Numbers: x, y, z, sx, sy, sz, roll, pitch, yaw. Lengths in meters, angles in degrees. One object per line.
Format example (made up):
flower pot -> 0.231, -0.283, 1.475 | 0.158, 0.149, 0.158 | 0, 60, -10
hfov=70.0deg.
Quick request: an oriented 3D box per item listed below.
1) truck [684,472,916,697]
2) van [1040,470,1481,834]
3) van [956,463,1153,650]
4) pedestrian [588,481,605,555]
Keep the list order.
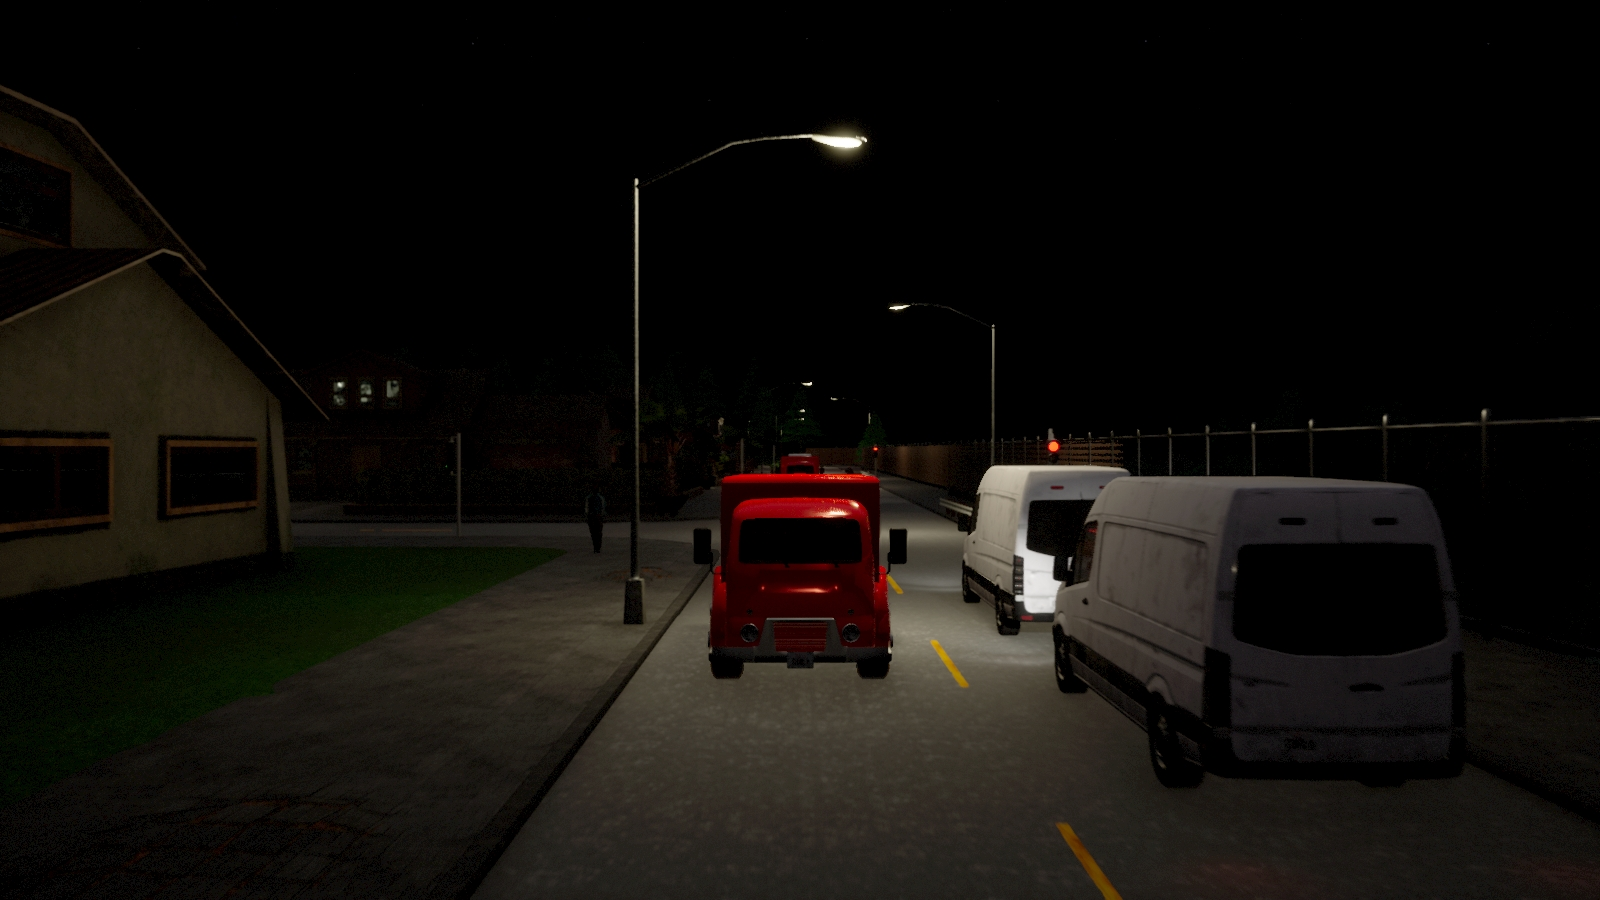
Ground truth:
truck -> 0.000, 1.572, 15.550 | 2.627, 2.467, 5.204 | 0, 0, 0
van -> 3.997, 1.534, 11.340 | 1.988, 2.561, 5.915 | 0, 0, 0
van -> 3.997, 1.535, 19.097 | 1.988, 2.561, 5.915 | 0, 0, 0
pedestrian -> -5.212, 1.738, 29.269 | 0.375, 1.860, 0.375 | 0, 0, -4
